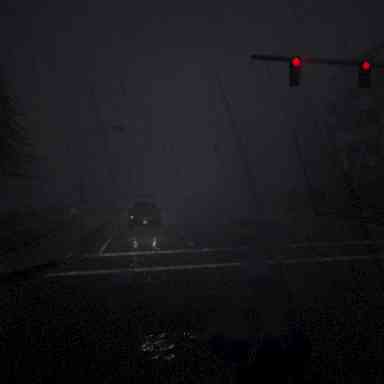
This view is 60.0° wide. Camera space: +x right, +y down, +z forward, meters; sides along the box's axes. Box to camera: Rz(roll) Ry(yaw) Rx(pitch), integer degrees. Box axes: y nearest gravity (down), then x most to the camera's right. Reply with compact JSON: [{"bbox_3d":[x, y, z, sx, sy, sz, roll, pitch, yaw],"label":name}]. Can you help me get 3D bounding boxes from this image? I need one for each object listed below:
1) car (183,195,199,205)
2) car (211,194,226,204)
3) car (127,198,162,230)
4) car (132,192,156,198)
[{"bbox_3d":[-0.167,1.146,50.677,2.033,1.411,5.357,-1,0,-8],"label":"car"},{"bbox_3d":[3.969,1.072,50.190,2.033,1.411,5.357,-1,0,-1],"label":"car"},{"bbox_3d":[-2.924,1.385,20.593,2.128,1.511,4.902,-1,0,-8],"label":"car"},{"bbox_3d":[-5.020,1.039,34.838,2.150,2.045,5.566,-1,1,-8],"label":"car"}]
